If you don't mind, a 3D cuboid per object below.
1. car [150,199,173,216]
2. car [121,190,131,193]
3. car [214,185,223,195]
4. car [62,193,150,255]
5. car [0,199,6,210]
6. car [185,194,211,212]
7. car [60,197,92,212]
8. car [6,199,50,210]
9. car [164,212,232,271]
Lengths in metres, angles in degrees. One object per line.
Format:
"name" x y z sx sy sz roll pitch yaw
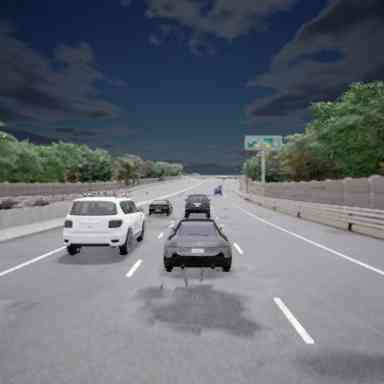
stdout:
"car" -2.922 1.428 31.882 1.882 1.535 5.008 0 0 2
"car" -15.020 0.468 75.581 2.097 1.767 4.553 0 1 4
"car" 7.408 -0.237 94.309 2.150 2.045 5.566 0 2 5
"car" -3.299 1.217 13.512 2.150 2.045 5.566 0 0 1
"car" -20.520 1.460 35.563 2.033 1.411 5.357 0 0 2
"car" 0.519 1.187 29.762 2.150 2.045 5.566 0 0 2
"car" -13.402 1.363 38.717 1.882 1.535 5.008 0 1 2
"car" -17.022 1.463 35.458 2.033 1.411 5.357 0 0 2
"car" 0.176 1.562 10.995 1.994 1.385 4.181 0 0 1
